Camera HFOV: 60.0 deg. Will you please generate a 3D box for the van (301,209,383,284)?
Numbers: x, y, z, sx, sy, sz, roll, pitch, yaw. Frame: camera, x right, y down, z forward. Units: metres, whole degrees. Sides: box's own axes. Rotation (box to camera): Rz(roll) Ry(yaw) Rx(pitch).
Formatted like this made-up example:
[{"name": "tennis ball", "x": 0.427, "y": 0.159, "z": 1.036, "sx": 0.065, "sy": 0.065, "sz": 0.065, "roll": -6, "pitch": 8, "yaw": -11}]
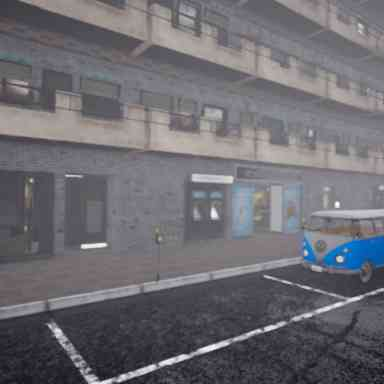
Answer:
[{"name": "van", "x": 4.841, "y": 1.405, "z": 9.529, "sx": 3.998, "sy": 1.788, "sz": 1.690, "roll": 0, "pitch": 0, "yaw": -35}]
